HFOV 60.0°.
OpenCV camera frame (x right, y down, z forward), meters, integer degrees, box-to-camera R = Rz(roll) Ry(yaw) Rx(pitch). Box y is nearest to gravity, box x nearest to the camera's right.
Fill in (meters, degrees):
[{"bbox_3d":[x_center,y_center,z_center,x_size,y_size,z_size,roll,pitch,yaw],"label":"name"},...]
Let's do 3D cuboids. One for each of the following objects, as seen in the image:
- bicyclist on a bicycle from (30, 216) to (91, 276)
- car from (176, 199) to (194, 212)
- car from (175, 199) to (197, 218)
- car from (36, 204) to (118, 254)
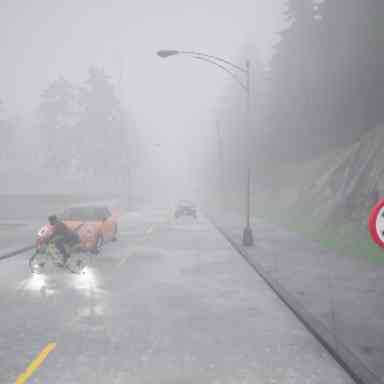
[{"bbox_3d":[-3.548,1.454,8.926,1.656,1.620,0.582,-2,0,-1],"label":"bicyclist on a bicycle"},{"bbox_3d":[-0.823,1.547,39.660,2.033,1.411,5.357,0,0,-1],"label":"car"},{"bbox_3d":[-0.564,1.526,29.812,1.812,1.442,4.674,0,0,-1],"label":"car"},{"bbox_3d":[-4.376,1.354,13.328,2.097,1.767,4.553,0,0,-1],"label":"car"}]
